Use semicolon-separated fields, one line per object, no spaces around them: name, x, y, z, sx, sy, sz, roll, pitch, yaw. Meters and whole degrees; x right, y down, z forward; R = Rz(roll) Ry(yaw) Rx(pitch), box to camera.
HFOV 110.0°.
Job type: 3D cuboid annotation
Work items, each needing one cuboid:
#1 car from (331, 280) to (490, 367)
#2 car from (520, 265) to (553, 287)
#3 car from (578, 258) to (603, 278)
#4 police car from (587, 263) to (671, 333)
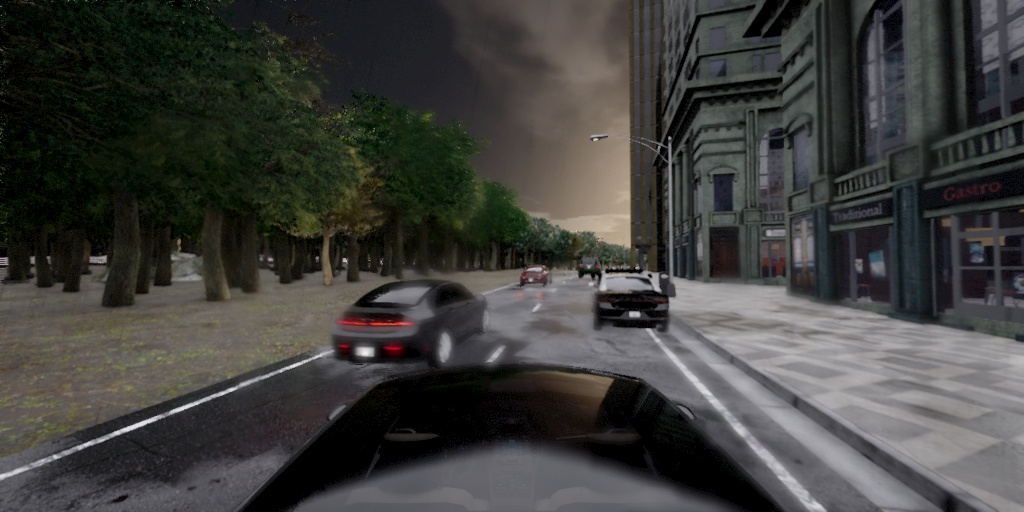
car;-1.846;1.280;8.002;1.837;1.490;4.892;0;-1;11
car;1.760;1.375;25.293;1.812;1.442;4.674;0;0;13
car;8.018;1.202;36.677;2.150;2.045;5.566;0;-1;15
police car;3.429;1.194;11.083;1.930;1.638;5.238;0;0;11
